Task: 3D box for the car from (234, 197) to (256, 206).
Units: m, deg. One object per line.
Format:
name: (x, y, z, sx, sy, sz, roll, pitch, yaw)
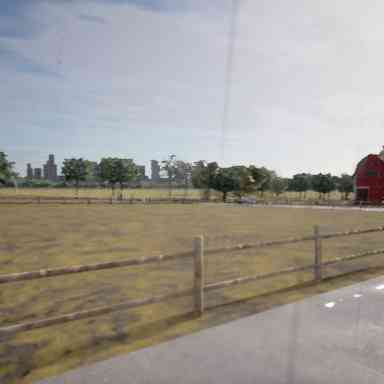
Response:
car: (10.462, 1.868, 65.738, 1.837, 1.490, 4.892, -1, 0, -35)
